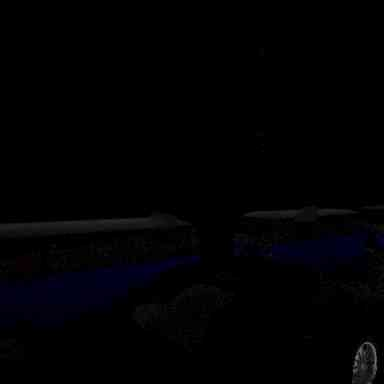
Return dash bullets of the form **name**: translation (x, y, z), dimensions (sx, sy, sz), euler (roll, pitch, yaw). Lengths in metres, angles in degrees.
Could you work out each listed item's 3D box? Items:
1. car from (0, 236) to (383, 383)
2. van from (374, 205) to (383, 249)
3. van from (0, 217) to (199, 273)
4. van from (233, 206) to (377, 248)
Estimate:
- **car**: translation (0.315, 1.525, 3.605), dimensions (4.674, 1.442, 1.812), euler (0, 0, -35)
- **van**: translation (7.361, 1.336, 11.789), dimensions (3.998, 1.788, 1.690), euler (0, -1, -35)
- **van**: translation (-1.738, 1.341, 5.307), dimensions (3.998, 1.788, 1.690), euler (0, -1, -35)
- **van**: translation (2.812, 1.339, 8.548), dimensions (3.998, 1.788, 1.690), euler (0, -1, -35)
